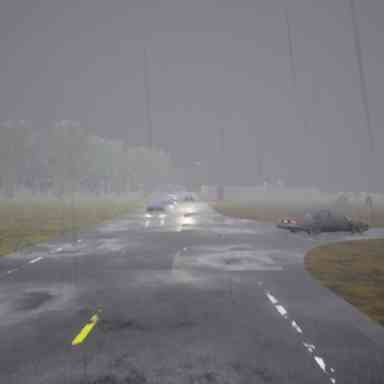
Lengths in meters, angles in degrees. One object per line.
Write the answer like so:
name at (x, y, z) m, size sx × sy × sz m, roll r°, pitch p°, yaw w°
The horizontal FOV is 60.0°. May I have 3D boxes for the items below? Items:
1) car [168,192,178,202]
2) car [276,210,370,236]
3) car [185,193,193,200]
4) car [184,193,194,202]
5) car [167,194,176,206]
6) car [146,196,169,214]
car at (-4.202, 1.005, 71.600) m, size 2.150 × 2.045 × 5.566 m, roll 0°, pitch 1°, yaw -1°
car at (7.511, 1.724, 19.071) m, size 5.357 × 1.411 × 2.033 m, roll 1°, pitch -2°, yaw -20°
car at (-0.799, 1.117, 80.489) m, size 1.837 × 1.490 × 4.892 m, roll 0°, pitch 1°, yaw -1°
car at (-0.689, 1.171, 70.444) m, size 2.097 × 1.767 × 4.553 m, roll 0°, pitch 1°, yaw -1°
car at (-4.087, 1.486, 55.488) m, size 1.812 × 1.442 × 4.674 m, roll 0°, pitch 0°, yaw 0°
car at (-3.919, 1.537, 37.089) m, size 1.882 × 1.535 × 5.008 m, roll 0°, pitch 0°, yaw -1°
